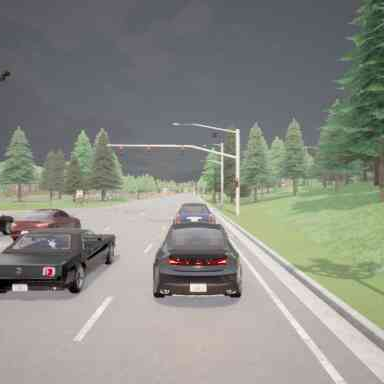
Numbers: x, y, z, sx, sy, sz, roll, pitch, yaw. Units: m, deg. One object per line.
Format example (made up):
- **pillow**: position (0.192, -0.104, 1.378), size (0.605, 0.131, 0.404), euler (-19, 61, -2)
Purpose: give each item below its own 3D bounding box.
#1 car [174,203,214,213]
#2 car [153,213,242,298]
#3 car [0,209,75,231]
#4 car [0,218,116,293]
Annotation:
- **car**: position (0.118, 1.352, 17.606), size (2.097, 1.767, 4.553), euler (0, 0, 0)
- **car**: position (0.109, 1.505, 8.512), size (1.837, 1.490, 4.892), euler (0, 0, 0)
- **car**: position (-6.883, 1.526, 16.008), size (1.812, 1.442, 4.674), euler (0, 0, 0)
- **car**: position (-3.390, 1.601, 8.794), size (1.895, 1.301, 4.718), euler (0, 0, 0)
